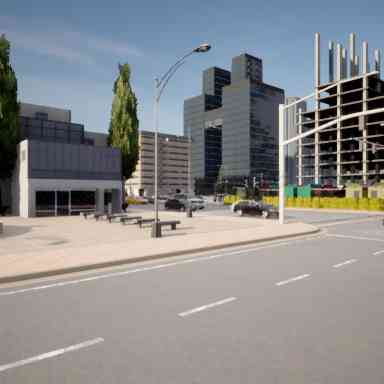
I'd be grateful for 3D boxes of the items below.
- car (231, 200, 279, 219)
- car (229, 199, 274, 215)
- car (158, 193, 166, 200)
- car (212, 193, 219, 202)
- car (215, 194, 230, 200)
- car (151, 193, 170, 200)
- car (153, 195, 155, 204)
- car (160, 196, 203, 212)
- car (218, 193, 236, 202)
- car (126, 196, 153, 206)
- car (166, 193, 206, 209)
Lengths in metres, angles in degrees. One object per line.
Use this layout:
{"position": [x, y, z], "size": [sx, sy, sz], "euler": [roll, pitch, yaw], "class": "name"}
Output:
{"position": [5.810, 1.491, 29.340], "size": [2.128, 1.511, 4.902], "euler": [0, 0, -38], "class": "car"}
{"position": [6.115, 1.526, 34.639], "size": [1.812, 1.442, 4.674], "euler": [0, 0, -38], "class": "car"}
{"position": [-6.472, 1.156, 85.110], "size": [3.866, 1.878, 1.905], "euler": [0, 0, -40], "class": "car"}
{"position": [6.099, 1.156, 70.041], "size": [3.866, 1.878, 1.905], "euler": [0, 0, -40], "class": "car"}
{"position": [8.692, 1.395, 94.193], "size": [3.806, 1.475, 1.970], "euler": [0, 0, -40], "class": "car"}
{"position": [-8.280, 1.153, 87.371], "size": [4.605, 1.855, 1.932], "euler": [0, 0, -40], "class": "car"}
{"position": [-8.508, 1.505, 59.126], "size": [1.837, 1.490, 4.892], "euler": [0, 0, -38], "class": "car"}
{"position": [-1.330, 1.505, 38.395], "size": [1.837, 1.490, 4.892], "euler": [0, 0, -38], "class": "car"}
{"position": [7.941, 1.395, 67.807], "size": [3.806, 1.475, 1.970], "euler": [0, 0, -40], "class": "car"}
{"position": [-8.859, 1.477, 53.653], "size": [1.882, 1.535, 5.008], "euler": [0, 0, -38], "class": "car"}
{"position": [-0.574, 1.220, 43.089], "size": [2.150, 2.045, 5.566], "euler": [0, 0, -38], "class": "car"}
